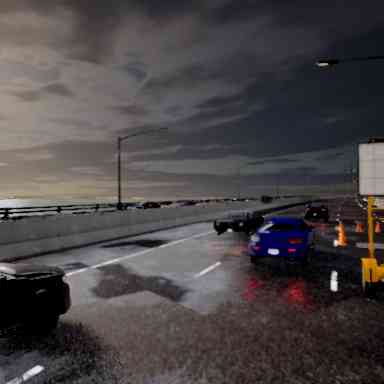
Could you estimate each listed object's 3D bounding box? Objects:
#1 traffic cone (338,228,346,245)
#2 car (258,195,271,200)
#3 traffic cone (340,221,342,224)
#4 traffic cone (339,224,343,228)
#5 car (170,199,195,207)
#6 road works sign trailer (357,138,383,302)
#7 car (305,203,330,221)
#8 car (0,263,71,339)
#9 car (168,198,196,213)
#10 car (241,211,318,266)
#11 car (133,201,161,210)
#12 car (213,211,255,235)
[{"bbox_3d":[6.683,2.041,14.835,0.340,0.580,0.340,-1,-1,24],"label":"traffic cone"},{"bbox_3d":[16.445,1.723,75.256,2.150,2.045,5.566,-1,-1,25],"label":"car"},{"bbox_3d":[8.291,2.062,18.498,0.340,0.580,0.340,-1,-1,24],"label":"traffic cone"},{"bbox_3d":[7.487,2.051,16.666,0.340,0.580,0.340,-1,-1,24],"label":"traffic cone"},{"bbox_3d":[-0.823,1.881,37.642,1.812,1.442,4.674,-1,-1,24],"label":"car"},{"bbox_3d":[5.220,0.497,7.840,2.380,3.560,2.880,-1,-1,24],"label":"road works sign trailer"},{"bbox_3d":[11.121,1.676,29.568,2.128,1.511,4.902,-1,-1,24],"label":"car"},{"bbox_3d":[-3.791,1.563,4.375,2.128,1.511,4.902,-1,-1,23],"label":"car"},{"bbox_3d":[-1.282,1.780,45.161,2.097,1.767,4.553,-1,-1,24],"label":"car"},{"bbox_3d":[3.335,1.611,11.975,1.812,1.442,4.674,-1,-1,23],"label":"car"},{"bbox_3d":[-5.869,1.954,43.495,1.837,1.490,4.892,-1,-1,24],"label":"car"},{"bbox_3d":[2.897,1.761,19.662,1.895,1.301,4.718,-1,-1,24],"label":"car"}]
